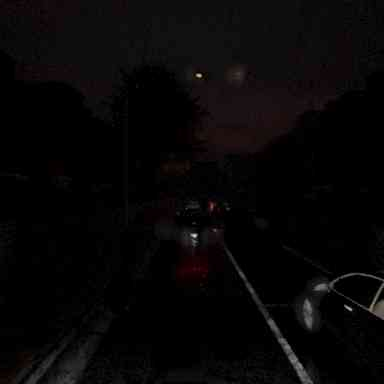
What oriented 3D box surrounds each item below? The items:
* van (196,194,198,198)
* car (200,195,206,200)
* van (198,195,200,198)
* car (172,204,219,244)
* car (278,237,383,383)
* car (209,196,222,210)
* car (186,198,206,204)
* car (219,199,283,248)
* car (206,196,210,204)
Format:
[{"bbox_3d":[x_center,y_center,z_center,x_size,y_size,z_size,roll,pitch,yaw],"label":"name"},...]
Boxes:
[{"bbox_3d":[2.653,1.680,87.051,1.690,1.788,3.998,1,0,0],"label":"van"},{"bbox_3d":[2.653,1.502,48.267,2.192,1.841,5.009,1,0,0],"label":"car"},{"bbox_3d":[2.653,1.590,64.890,1.690,1.788,3.998,1,0,0],"label":"van"},{"bbox_3d":[0.098,1.572,16.301,1.837,1.490,4.892,0,0,0],"label":"car"},{"bbox_3d":[2.648,1.569,3.939,2.008,1.369,4.403,1,0,0],"label":"car"},{"bbox_3d":[2.989,1.472,30.136,2.097,1.767,4.553,0,0,0],"label":"car"},{"bbox_3d":[0.100,1.654,32.663,1.812,1.442,4.674,0,0,0],"label":"car"},{"bbox_3d":[2.651,1.377,15.022,2.192,1.841,5.009,1,0,0],"label":"car"},{"bbox_3d":[2.990,1.498,37.136,2.097,1.767,4.553,0,0,0],"label":"car"}]
